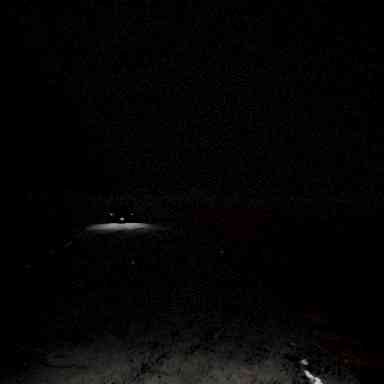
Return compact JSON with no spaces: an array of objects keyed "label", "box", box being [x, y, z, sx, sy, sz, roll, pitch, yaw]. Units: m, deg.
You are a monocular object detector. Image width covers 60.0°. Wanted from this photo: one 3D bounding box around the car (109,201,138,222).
[{"label":"car","box":[-4.967,1.373,24.535,2.033,1.411,5.357,0,0,-8]}]
